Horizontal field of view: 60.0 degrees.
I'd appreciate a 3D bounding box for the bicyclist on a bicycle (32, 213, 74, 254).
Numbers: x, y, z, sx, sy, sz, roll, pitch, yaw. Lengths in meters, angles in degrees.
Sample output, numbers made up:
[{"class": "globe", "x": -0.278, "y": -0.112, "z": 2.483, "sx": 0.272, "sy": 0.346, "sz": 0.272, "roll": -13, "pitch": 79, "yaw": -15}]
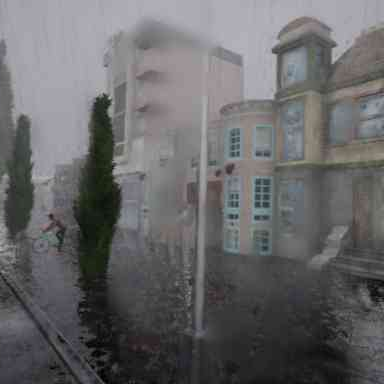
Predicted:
[{"class": "bicyclist on a bicycle", "x": -5.659, "y": 1.712, "z": 13.673, "sx": 1.656, "sy": 1.620, "sz": 0.582, "roll": 3, "pitch": -2, "yaw": -37}]
